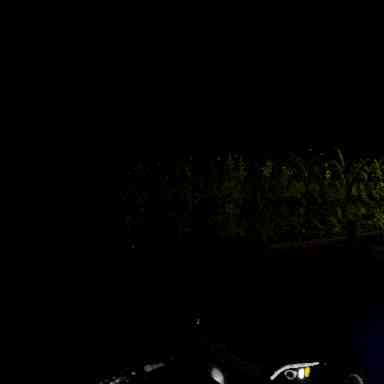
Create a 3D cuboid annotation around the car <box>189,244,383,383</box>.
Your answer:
[{"bbox_3d":[2.151,1.527,4.607,4.674,1.442,1.812,0,0,-35],"label":"car"}]
